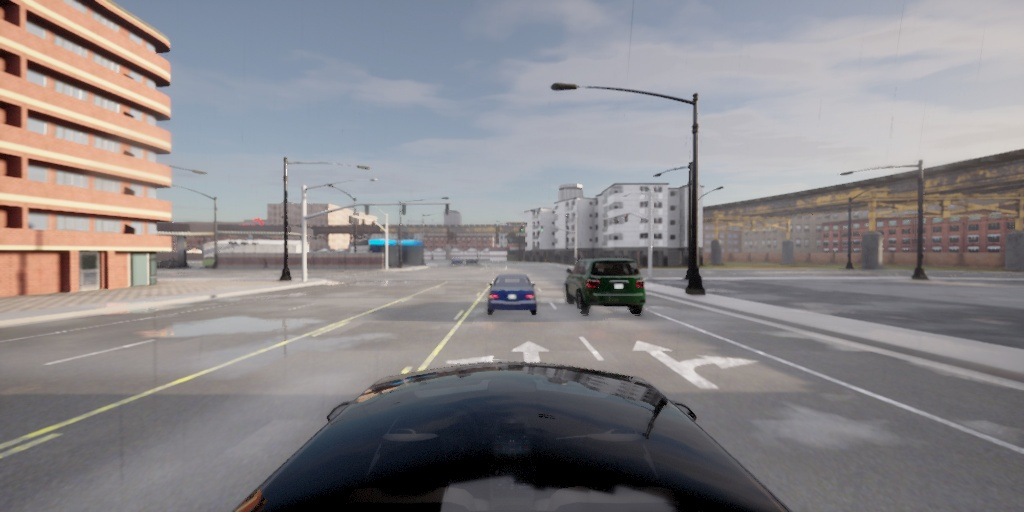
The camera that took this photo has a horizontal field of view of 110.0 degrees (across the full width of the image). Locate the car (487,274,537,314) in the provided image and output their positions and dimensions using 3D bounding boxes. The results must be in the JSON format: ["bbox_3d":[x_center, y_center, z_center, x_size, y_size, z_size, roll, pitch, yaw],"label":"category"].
[{"bbox_3d":[0.011,1.418,14.370,2.033,1.411,5.357,0,0,0],"label":"car"}]

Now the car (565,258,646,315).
[{"bbox_3d":[3.509,1.095,14.409,2.150,2.045,5.566,0,0,0],"label":"car"}]

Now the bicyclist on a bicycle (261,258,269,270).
[{"bbox_3d":[-34.637,1.138,50.332,0.582,1.620,1.656,0,1,-1],"label":"bicyclist on a bicycle"}]
